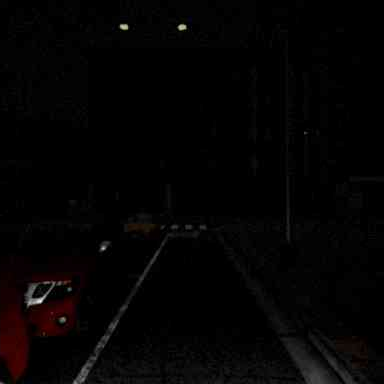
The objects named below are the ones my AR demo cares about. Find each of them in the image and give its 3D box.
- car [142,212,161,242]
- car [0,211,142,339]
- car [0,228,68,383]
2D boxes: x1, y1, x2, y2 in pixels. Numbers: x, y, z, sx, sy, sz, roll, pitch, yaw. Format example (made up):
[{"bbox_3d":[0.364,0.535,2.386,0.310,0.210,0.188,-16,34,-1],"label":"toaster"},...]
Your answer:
[{"bbox_3d":[-2.610,1.750,17.842,1.752,1.417,4.829,1,-1,0],"label":"car"},{"bbox_3d":[-2.612,1.403,6.950,2.192,1.841,5.009,1,-1,0],"label":"car"},{"bbox_3d":[-2.615,1.334,1.419,2.192,1.841,5.009,1,-1,0],"label":"car"}]
